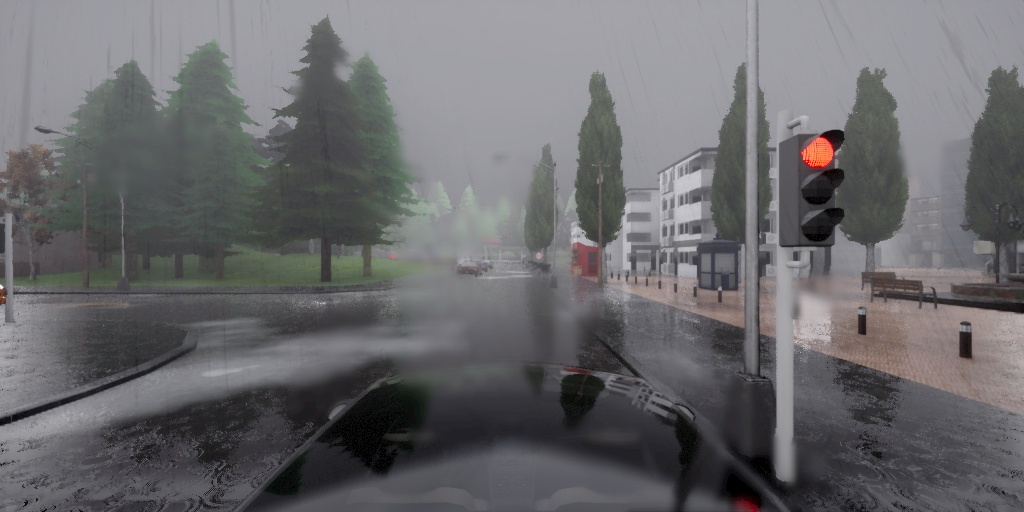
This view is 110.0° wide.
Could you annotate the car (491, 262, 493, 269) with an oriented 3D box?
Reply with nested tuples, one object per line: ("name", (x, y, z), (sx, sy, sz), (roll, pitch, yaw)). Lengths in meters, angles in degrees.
("car", (-4.039, 1.275, 55.776), (1.812, 1.442, 4.674), (0, 0, 0))

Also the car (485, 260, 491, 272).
("car", (-4.081, 1.314, 45.649), (1.994, 1.385, 4.181), (0, 0, 0))

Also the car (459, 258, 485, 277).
("car", (-4.095, 1.227, 35.729), (1.882, 1.535, 5.008), (0, 0, 0))

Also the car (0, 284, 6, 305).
("car", (-21.231, 1.101, 12.728), (4.553, 1.767, 2.097), (0, 0, 0))
